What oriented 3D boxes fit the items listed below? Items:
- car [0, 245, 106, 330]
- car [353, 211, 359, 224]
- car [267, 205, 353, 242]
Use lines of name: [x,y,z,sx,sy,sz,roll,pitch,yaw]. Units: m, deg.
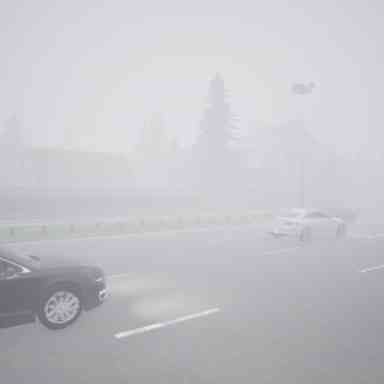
car: [-3.840,1.505,5.306,4.892,1.490,1.837,0,0,-36]
car: [10.116,1.590,23.872,4.181,1.385,1.994,0,0,-36]
car: [5.694,1.542,16.411,4.674,1.442,1.812,0,0,-36]
